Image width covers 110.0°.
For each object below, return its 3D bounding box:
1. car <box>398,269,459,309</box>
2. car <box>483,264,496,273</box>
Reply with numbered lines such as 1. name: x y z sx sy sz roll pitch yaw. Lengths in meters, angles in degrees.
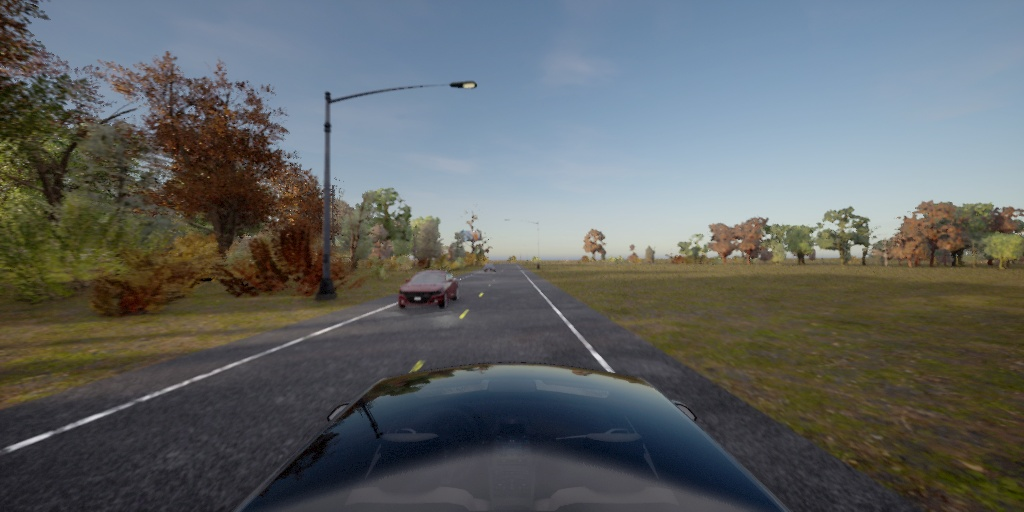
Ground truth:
1. car: -3.600 1.388 16.202 1.882 1.535 5.008 0 -1 0
2. car: -3.552 1.914 57.414 2.033 1.411 5.357 0 -1 1
